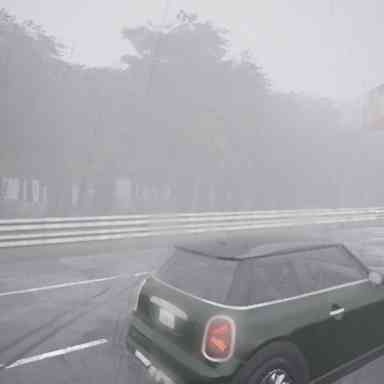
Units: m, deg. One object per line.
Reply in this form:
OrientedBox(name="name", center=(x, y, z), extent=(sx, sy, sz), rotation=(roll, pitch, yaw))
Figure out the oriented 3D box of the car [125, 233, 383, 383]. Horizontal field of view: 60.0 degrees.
OrientedBox(name="car", center=(1.459, 1.391, 4.788), extent=(4.553, 1.767, 2.097), rotation=(1, 0, -36))
